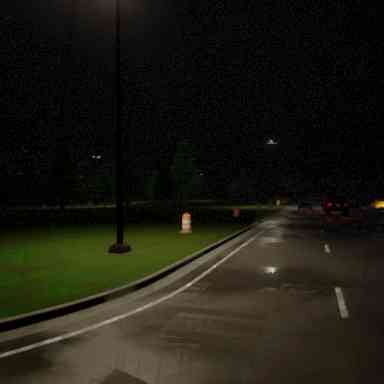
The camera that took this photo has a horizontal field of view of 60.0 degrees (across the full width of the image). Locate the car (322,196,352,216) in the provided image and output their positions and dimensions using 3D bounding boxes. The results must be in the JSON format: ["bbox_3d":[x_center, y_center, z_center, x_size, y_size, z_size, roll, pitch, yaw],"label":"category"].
[{"bbox_3d":[15.926,1.496,36.685,2.150,2.045,5.566,-1,-1,20],"label":"car"}]

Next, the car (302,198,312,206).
[{"bbox_3d":[24.212,2.112,69.984,1.812,1.442,4.674,-1,-1,20],"label":"car"}]

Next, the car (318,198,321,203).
[{"bbox_3d":[23.060,2.001,56.592,1.994,1.385,4.181,-1,-1,20],"label":"car"}]

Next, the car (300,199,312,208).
[{"bbox_3d":[20.673,2.057,60.263,2.033,1.411,5.357,-1,-1,20],"label":"car"}]

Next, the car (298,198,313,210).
[{"bbox_3d":[16.929,1.948,49.725,1.812,1.442,4.674,-1,-1,19],"label":"car"}]

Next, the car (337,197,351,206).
[{"bbox_3d":[30.411,1.831,66.560,2.097,1.767,4.553,-1,-1,20],"label":"car"}]

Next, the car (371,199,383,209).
[{"bbox_3d":[27.930,1.773,49.511,1.882,1.535,5.008,-1,-1,20],"label":"car"}]

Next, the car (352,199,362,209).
[{"bbox_3d":[24.779,1.828,51.083,1.882,1.535,5.008,-1,-1,20],"label":"car"}]
